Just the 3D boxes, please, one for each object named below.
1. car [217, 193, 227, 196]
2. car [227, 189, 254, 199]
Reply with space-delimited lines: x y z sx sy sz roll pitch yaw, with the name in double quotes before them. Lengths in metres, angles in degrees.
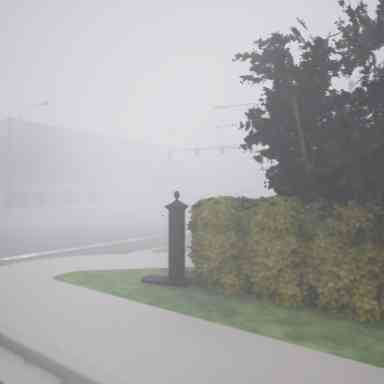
"car" 6.030 0.802 61.829 1.994 1.385 4.181 0 1 36
"car" 9.193 0.457 60.249 2.150 2.045 5.566 0 1 36
